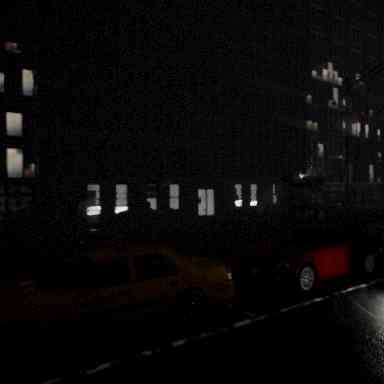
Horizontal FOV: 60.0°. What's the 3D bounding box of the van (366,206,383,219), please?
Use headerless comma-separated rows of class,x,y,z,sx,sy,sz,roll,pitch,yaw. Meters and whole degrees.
van,7.833,1.379,12.184,3.998,1.788,1.690,0,-1,-36

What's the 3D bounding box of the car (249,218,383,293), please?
car,3.259,1.566,8.910,4.507,1.381,1.887,0,-1,-36

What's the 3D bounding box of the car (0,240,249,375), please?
car,-1.454,1.531,5.539,4.829,1.417,1.752,0,-1,-36
